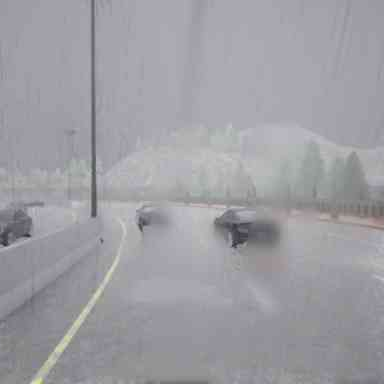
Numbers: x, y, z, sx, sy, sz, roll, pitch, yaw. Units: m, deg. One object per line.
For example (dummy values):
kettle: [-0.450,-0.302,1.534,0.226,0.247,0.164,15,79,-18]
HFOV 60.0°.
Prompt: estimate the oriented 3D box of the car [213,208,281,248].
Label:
car: [2.237,1.448,14.700,1.882,1.535,5.008,0,0,-8]

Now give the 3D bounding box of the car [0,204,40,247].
car: [-8.640,1.535,15.069,1.837,1.490,4.892,0,0,-10]

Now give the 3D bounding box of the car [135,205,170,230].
car: [-2.544,1.519,21.067,1.812,1.442,4.674,0,0,-13]

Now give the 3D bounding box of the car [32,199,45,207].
car: [-25.102,1.810,53.585,1.895,1.301,4.718,-1,0,-36]

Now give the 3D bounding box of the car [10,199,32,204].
car: [-18.542,1.668,35.440,2.033,1.411,5.357,0,0,-24]
